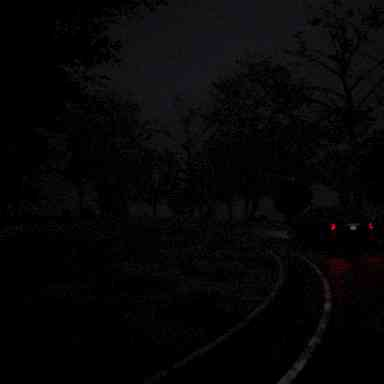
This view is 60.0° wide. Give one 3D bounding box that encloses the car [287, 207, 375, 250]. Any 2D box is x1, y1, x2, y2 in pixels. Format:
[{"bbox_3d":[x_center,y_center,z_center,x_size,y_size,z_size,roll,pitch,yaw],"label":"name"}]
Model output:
[{"bbox_3d":[6.086,1.448,15.168,2.097,1.767,4.553,-1,-1,-7],"label":"car"}]
